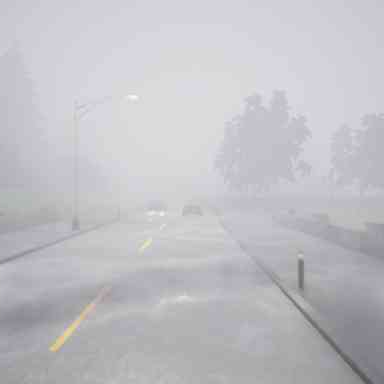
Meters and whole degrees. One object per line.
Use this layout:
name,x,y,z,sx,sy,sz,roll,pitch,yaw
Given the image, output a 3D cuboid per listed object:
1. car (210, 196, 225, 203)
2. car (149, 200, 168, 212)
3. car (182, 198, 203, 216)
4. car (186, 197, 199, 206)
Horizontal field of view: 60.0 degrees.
car,6.285,1.630,73.589,5.357,1.415,2.033,0,0,-40
car,-4.070,1.660,40.749,1.994,1.385,4.181,0,0,0
car,0.085,1.603,32.906,1.812,1.442,4.674,0,0,0
car,0.086,1.684,58.046,2.033,1.411,5.357,0,0,0
